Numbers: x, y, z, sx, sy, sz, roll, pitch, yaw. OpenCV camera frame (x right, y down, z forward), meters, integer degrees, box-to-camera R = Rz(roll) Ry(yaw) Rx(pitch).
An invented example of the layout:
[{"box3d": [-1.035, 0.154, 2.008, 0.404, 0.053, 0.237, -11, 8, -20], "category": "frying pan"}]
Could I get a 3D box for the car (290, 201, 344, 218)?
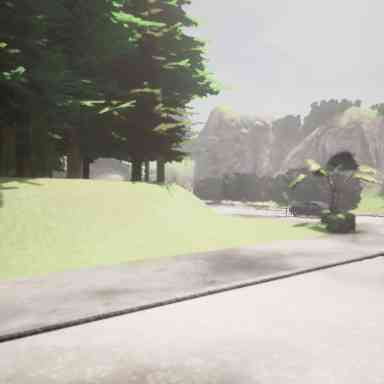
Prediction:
[{"box3d": [10.935, 1.556, 29.199, 1.837, 1.490, 4.892, 0, 0, -35], "category": "car"}]
